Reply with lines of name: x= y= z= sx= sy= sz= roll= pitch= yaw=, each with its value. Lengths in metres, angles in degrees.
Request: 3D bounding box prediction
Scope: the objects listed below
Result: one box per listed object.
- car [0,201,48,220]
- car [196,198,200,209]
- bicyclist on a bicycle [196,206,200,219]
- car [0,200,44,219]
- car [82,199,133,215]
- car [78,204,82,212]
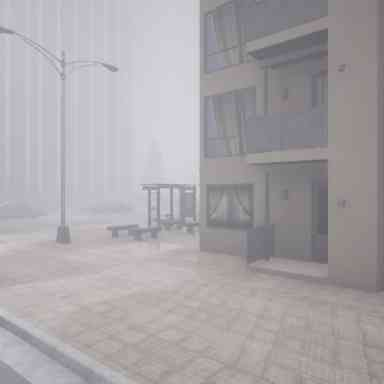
car: x=-14.554 y=1.603 z=26.819 sx=2.033 sy=1.411 sz=5.357 roll=0 pitch=0 yaw=40
car: x=1.509 y=1.561 z=45.951 sx=1.837 sy=1.490 sz=4.892 roll=0 pitch=0 yaw=40
bicyclist on a bicycle: x=0.940 y=1.356 z=26.674 sx=1.656 sy=1.620 sz=0.582 roll=0 pitch=0 yaw=40
car: x=-16.269 y=1.560 z=30.228 sx=1.837 sy=1.490 sz=4.892 roll=0 pitch=0 yaw=40
car: x=-8.403 y=1.656 z=34.177 sx=1.895 sy=1.301 sz=4.718 roll=0 pitch=0 yaw=40
car: x=-10.347 y=1.547 z=37.305 sx=2.128 sy=1.511 sz=4.902 roll=0 pitch=0 yaw=40
